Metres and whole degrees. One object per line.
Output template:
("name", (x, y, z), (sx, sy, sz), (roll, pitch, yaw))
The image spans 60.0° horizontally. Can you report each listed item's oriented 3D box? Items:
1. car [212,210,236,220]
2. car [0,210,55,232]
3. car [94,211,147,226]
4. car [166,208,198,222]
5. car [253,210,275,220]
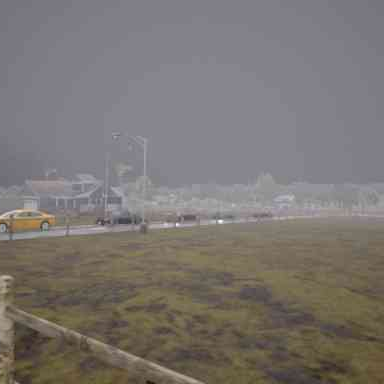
("car", (4.664, 3.318, 47.801), (1.994, 1.385, 4.181), (0, -2, 35))
("car", (-12.318, 2.030, 23.781), (1.882, 1.535, 5.008), (0, -2, 34))
("car", (-6.691, 2.490, 31.818), (2.033, 1.411, 5.357), (0, -2, 35))
("car", (-1.105, 2.689, 39.698), (2.097, 1.767, 4.553), (0, -2, 36))
("car", (11.348, 3.546, 52.196), (1.882, 1.535, 5.008), (0, -3, 35))
